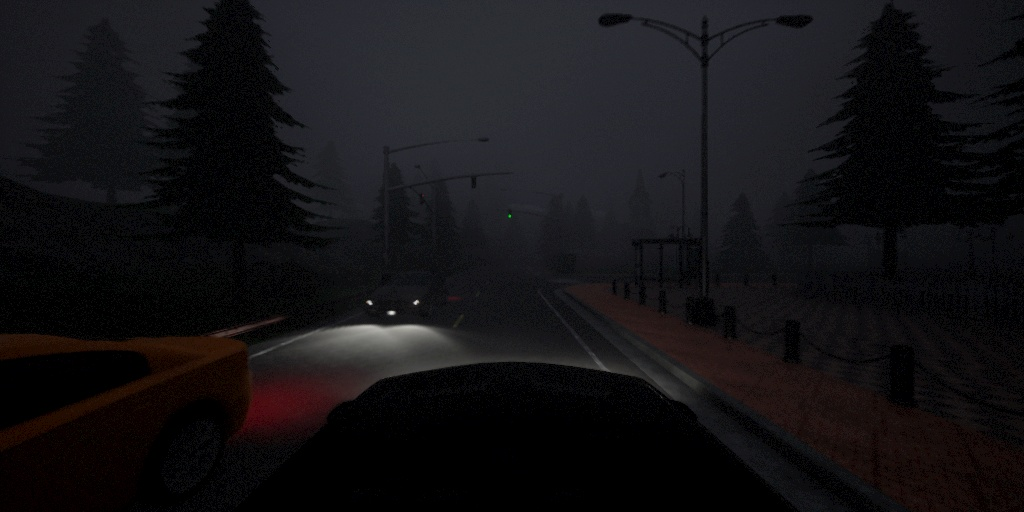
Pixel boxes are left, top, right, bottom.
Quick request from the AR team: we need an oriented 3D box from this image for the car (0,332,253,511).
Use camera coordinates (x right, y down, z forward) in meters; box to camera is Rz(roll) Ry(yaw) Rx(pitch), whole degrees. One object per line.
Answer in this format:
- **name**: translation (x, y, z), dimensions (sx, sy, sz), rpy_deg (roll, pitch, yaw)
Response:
- **car**: translation (-3.585, 1.227, 1.556), dimensions (1.882, 1.535, 5.008), rpy_deg (0, 0, 0)

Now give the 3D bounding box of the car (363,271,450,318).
- **car**: translation (-3.501, 1.263, 13.082), dimensions (2.033, 1.411, 5.357), rpy_deg (0, 0, 0)
